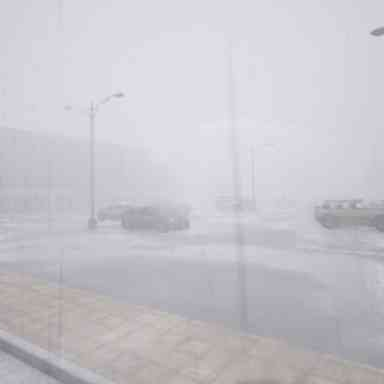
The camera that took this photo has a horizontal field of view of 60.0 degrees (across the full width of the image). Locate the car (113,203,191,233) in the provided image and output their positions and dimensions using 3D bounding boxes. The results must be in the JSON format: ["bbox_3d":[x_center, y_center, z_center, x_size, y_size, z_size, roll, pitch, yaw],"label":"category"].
[{"bbox_3d":[-2.323,1.633,20.150,4.514,1.523,2.007,-1,0,35],"label":"car"}]

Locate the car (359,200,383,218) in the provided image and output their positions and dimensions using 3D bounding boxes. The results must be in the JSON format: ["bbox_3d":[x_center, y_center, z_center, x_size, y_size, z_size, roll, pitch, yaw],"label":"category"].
[{"bbox_3d":[17.632,1.521,29.796,4.514,1.523,2.007,-1,0,35],"label":"car"}]

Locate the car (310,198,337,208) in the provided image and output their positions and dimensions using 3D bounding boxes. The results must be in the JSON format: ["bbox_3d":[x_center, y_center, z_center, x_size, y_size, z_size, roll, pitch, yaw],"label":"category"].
[{"bbox_3d":[21.389,1.725,54.067,3.806,1.475,1.970,-1,0,35],"label":"car"}]

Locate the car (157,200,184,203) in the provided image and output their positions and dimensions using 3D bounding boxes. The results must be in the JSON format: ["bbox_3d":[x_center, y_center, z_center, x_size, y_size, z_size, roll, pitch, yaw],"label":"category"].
[{"bbox_3d":[-2.523,1.567,32.637,5.027,1.636,2.152,-1,0,35],"label":"car"}]

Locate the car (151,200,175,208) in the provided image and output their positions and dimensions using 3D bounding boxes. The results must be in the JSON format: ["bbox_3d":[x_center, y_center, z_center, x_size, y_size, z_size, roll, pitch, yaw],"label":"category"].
[{"bbox_3d":[-5.105,2.151,59.597,1.994,1.385,4.181,-1,-1,36],"label":"car"}]

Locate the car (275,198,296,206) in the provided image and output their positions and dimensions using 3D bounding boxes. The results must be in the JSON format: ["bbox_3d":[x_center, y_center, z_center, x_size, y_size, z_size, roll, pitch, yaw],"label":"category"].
[{"bbox_3d":[17.052,1.793,60.785,3.633,1.501,1.845,-1,0,35],"label":"car"}]

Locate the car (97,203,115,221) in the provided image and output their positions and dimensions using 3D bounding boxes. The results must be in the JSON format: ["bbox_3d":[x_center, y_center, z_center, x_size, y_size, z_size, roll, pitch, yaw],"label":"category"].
[{"bbox_3d":[-5.964,1.642,27.211,3.806,1.475,1.970,-1,0,35],"label":"car"}]

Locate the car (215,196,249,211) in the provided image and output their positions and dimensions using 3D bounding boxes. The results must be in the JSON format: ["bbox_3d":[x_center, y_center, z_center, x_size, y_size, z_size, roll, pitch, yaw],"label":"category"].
[{"bbox_3d":[4.865,1.492,43.084,3.866,1.878,1.905,-1,0,35],"label":"car"}]

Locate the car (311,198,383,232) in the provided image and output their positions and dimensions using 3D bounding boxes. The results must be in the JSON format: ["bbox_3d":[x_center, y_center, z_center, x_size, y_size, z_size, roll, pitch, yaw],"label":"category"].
[{"bbox_3d":[9.856,1.327,20.038,4.605,1.855,1.932,-1,0,35],"label":"car"}]

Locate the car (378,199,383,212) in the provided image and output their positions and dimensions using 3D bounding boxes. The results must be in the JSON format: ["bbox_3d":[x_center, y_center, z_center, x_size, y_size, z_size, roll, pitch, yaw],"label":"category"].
[{"bbox_3d":[23.437,1.543,37.929,3.633,1.501,1.845,-1,0,35],"label":"car"}]

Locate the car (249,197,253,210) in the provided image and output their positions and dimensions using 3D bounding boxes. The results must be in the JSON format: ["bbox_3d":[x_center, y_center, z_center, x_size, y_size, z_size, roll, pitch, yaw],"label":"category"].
[{"bbox_3d":[6.206,1.517,45.694,4.605,1.855,1.932,-1,0,35],"label":"car"}]
